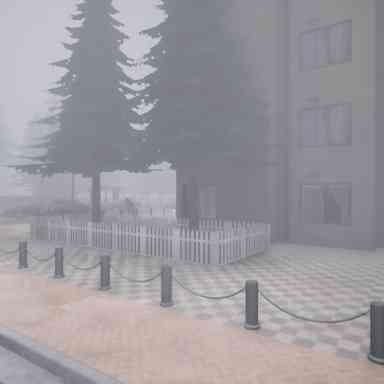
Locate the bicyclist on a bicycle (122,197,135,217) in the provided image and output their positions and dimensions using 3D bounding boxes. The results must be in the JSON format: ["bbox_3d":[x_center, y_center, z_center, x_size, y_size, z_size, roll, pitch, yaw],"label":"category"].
[{"bbox_3d":[-5.309,1.285,27.828,1.656,1.620,0.582,0,0,37],"label":"bicyclist on a bicycle"}]

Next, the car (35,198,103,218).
[{"bbox_3d":[-10.139,1.337,27.724,2.097,1.767,4.553,0,0,37],"label":"car"}]

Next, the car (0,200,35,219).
[{"bbox_3d":[-13.914,1.476,28.872,2.128,1.511,4.902,0,0,37],"label":"car"}]

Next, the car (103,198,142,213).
[{"bbox_3d":[-7.788,1.462,36.924,1.882,1.535,5.008,0,0,37],"label":"car"}]

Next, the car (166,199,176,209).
[{"bbox_3d":[-1.574,1.510,45.053,1.812,1.442,4.674,0,0,37],"label":"car"}]
